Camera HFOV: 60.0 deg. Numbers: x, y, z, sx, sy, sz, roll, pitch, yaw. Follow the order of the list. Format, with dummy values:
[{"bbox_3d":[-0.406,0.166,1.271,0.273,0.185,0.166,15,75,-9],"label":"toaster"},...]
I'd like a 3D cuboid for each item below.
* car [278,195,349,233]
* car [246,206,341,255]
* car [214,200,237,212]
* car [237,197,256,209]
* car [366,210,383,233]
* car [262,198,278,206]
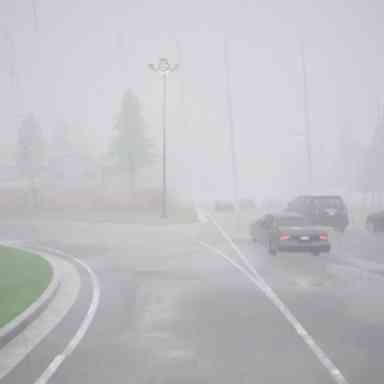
[{"bbox_3d":[7.040,1.175,19.465,2.150,2.045,5.566,0,0,0],"label":"car"},{"bbox_3d":[3.573,1.516,13.095,2.033,1.411,5.357,0,0,0],"label":"car"},{"bbox_3d":[3.450,1.513,36.973,1.895,1.301,4.718,0,0,0],"label":"car"},{"bbox_3d":[6.921,1.425,42.438,1.812,1.442,4.674,0,0,0],"label":"car"},{"bbox_3d":[10.555,1.313,16.305,2.097,1.767,4.553,0,0,0],"label":"car"},{"bbox_3d":[10.417,1.462,43.040,1.994,1.385,4.181,0,0,0],"label":"car"}]
